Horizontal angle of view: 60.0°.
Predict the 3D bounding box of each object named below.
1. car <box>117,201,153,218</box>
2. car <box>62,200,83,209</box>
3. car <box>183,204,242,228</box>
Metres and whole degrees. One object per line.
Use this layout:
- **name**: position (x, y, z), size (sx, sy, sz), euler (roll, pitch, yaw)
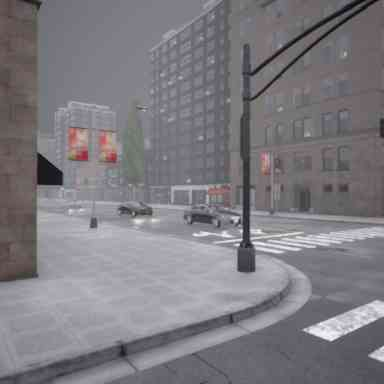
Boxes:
- **car**: position (-5.538, 1.580, 32.056), size (1.882, 1.535, 5.008), euler (0, 0, -36)
- **car**: position (-17.648, 1.782, 49.068), size (1.895, 1.301, 4.718), euler (0, 0, -35)
- **car**: position (1.285, 1.549, 22.549), size (2.128, 1.511, 4.902), euler (0, 0, -36)
